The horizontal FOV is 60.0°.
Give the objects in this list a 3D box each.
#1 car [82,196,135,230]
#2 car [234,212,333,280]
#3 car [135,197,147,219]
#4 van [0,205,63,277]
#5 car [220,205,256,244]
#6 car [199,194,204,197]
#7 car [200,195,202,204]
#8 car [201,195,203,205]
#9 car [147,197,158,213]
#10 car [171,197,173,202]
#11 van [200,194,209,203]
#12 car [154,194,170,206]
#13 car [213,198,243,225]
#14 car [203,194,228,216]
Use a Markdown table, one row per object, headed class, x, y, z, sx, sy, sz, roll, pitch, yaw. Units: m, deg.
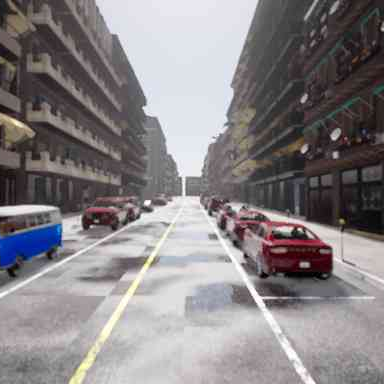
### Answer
| class | x | y | z | sx | sy | sz | roll | pitch | yaw |
| --- | --- | --- | --- | --- | --- | --- | --- | --- | --- |
| car | -5.290 | 1.298 | 20.977 | 2.192 | 1.841 | 5.009 | 1 | 0 | 0 |
| car | 2.585 | 1.533 | 9.855 | 1.887 | 1.381 | 4.507 | 1 | 0 | 0 |
| car | -5.290 | 1.296 | 26.507 | 2.192 | 1.841 | 5.009 | 1 | 0 | 0 |
| van | -5.291 | 1.330 | 9.916 | 1.690 | 1.788 | 3.998 | 1 | 0 | 0 |
| car | 2.585 | 1.529 | 15.385 | 1.887 | 1.381 | 4.507 | 1 | 0 | 0 |
| car | 2.557 | 1.336 | 65.167 | 2.192 | 1.841 | 5.009 | 1 | 0 | 0 |
| car | 2.551 | 1.581 | 54.104 | 1.802 | 1.307 | 4.206 | 1 | 0 | 0 |
| car | 2.553 | 1.426 | 43.041 | 1.967 | 1.590 | 4.097 | 1 | 0 | 0 |
| car | -5.296 | 1.549 | 37.570 | 1.947 | 1.339 | 4.313 | 1 | 0 | 0 |
| car | -5.296 | 1.632 | 76.284 | 1.802 | 1.307 | 4.206 | 1 | 0 | 0 |
| van | 2.556 | 1.375 | 70.699 | 1.690 | 1.788 | 3.998 | 1 | 0 | 0 |
| car | -5.289 | 1.315 | 54.160 | 2.192 | 1.841 | 5.009 | 1 | 0 | 0 |
| car | 2.595 | 1.422 | 20.916 | 1.967 | 1.590 | 4.097 | 1 | 0 | 0 |
| car | 2.556 | 1.296 | 31.978 | 2.192 | 1.841 | 5.009 | 1 | 0 | 0 |
